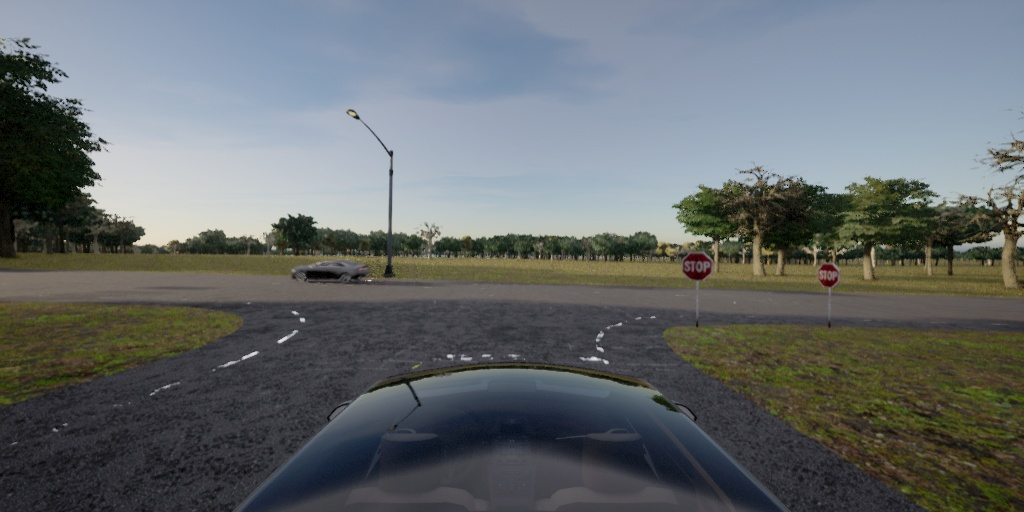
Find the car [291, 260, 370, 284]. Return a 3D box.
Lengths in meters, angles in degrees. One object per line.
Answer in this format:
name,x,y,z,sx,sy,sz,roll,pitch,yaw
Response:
car,-12.034,0.991,23.872,4.902,1.511,2.128,2,1,1
